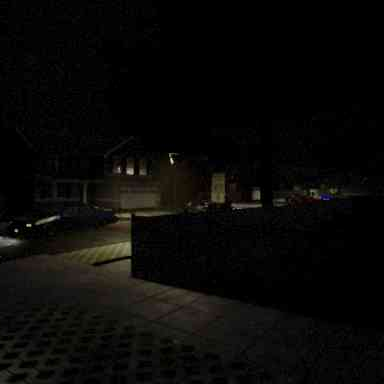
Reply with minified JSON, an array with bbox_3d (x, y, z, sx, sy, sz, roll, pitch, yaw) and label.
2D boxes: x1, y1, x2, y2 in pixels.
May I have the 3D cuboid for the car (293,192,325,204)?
[{"bbox_3d":[14.634,1.055,41.439,1.895,1.301,4.718,2,2,36],"label":"car"}]

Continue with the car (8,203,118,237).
[{"bbox_3d":[-6.283,1.308,16.999,2.033,1.411,5.357,2,2,35],"label":"car"}]

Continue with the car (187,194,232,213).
[{"bbox_3d":[1.567,0.968,28.038,2.097,1.767,4.553,2,2,35],"label":"car"}]

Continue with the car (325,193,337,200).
[{"bbox_3d":[20.268,0.831,49.459,1.812,1.442,4.674,2,2,35],"label":"car"}]

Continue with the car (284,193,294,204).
[{"bbox_3d":[14.271,0.825,45.771,2.128,1.511,4.902,2,2,36],"label":"car"}]
